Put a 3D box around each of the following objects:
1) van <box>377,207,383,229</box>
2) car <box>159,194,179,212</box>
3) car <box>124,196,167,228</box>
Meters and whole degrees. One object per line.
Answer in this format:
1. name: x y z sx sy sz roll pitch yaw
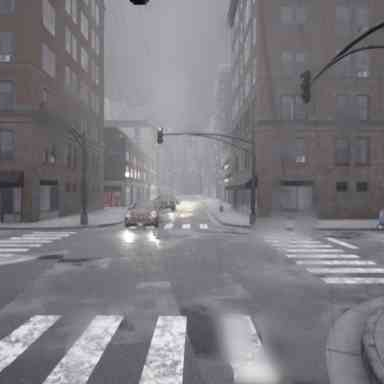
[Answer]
1. van: 12.063 1.350 17.596 3.998 1.788 1.690 0 0 0
2. car: -3.076 1.225 39.865 2.150 2.045 5.566 0 0 0
3. car: -3.089 1.351 22.093 2.097 1.767 4.553 0 0 0
